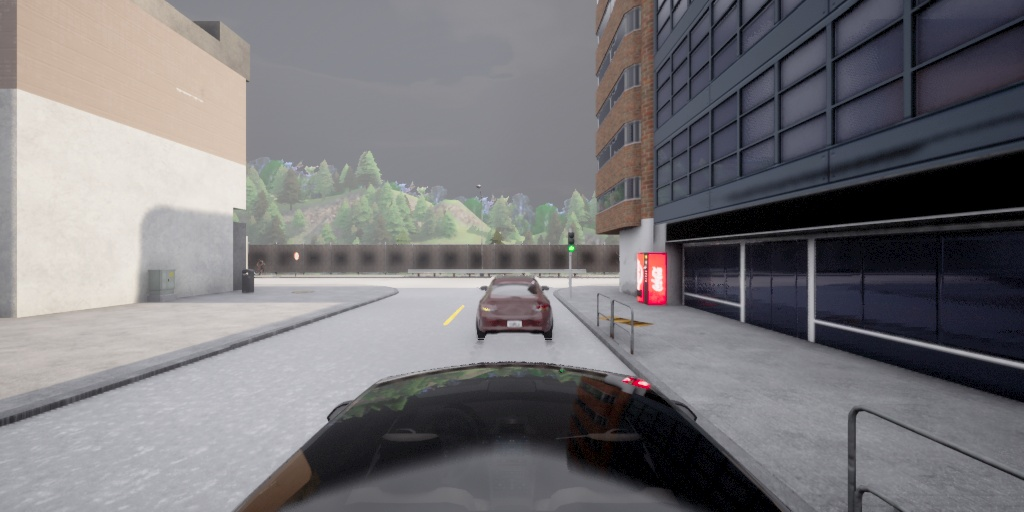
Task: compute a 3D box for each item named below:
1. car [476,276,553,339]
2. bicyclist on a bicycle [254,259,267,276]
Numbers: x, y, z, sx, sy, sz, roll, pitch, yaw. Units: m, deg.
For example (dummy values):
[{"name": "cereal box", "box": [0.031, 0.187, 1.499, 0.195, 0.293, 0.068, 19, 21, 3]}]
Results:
[{"name": "car", "box": [0.070, 1.275, 9.960, 1.812, 1.442, 4.674, 0, 0, 0]}, {"name": "bicyclist on a bicycle", "box": [-24.187, 1.099, 34.496, 0.582, 1.620, 1.656, 0, 0, 0]}]
